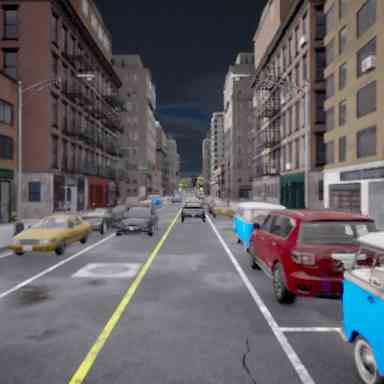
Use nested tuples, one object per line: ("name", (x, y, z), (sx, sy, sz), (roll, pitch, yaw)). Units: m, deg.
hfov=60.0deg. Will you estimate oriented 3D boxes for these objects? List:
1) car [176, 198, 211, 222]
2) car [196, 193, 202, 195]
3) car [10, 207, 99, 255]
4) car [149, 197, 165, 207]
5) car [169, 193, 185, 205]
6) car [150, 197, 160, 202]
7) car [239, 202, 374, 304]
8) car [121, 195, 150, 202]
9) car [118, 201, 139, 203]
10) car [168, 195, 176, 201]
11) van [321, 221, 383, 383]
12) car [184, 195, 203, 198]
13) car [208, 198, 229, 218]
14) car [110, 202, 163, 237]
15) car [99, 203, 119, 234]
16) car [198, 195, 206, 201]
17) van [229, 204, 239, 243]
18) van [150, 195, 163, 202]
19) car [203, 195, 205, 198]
("car", (0.103, 1.489, 26.629), (2.128, 1.511, 4.902), (0, 0, 0))
("car", (2.649, 1.546, 83.613), (2.008, 1.369, 4.403), (0, 0, 0))
("car", (-5.398, 1.524, 13.318), (1.752, 1.417, 4.829), (0, 0, 0))
("car", (-5.383, 1.547, 51.331), (2.008, 1.369, 4.403), (0, 0, 0))
("car", (-2.742, 1.393, 60.227), (1.882, 1.535, 5.008), (0, 0, 0))
("car", (-5.387, 1.579, 40.519), (1.802, 1.307, 4.206), (0, 0, 0))
("car", (2.686, 1.314, 8.082), (2.192, 1.841, 5.009), (0, 0, 0))
("car", (-5.391, 1.313, 29.706), (2.192, 1.841, 5.009), (0, 0, 0))
("car", (-5.393, 1.564, 24.300), (1.947, 1.339, 4.313), (0, 0, 0))
("car", (-5.376, 1.520, 89.125), (1.752, 1.417, 4.829), (0, 0, 0))
("van", (2.690, 1.341, 2.675), (1.690, 1.788, 3.998), (0, 0, 0))
("car", (0.106, 1.474, 42.946), (1.882, 1.535, 5.008), (0, 0, 0))
("car", (2.669, 1.523, 29.877), (1.752, 1.417, 4.829), (0, 0, 0))
("car", (-2.846, 1.504, 18.136), (1.837, 1.490, 4.892), (0, 0, 0))
("car", (-5.395, 1.549, 18.894), (2.008, 1.369, 4.403), (0, 0, 0))
("car", (2.649, 1.576, 89.295), (1.802, 1.307, 4.206), (0, 0, 0))
("van", (2.682, 1.340, 13.488), (1.690, 1.788, 3.998), (0, 0, 0))
("van", (-5.385, 1.338, 45.925), (1.690, 1.788, 3.998), (0, 0, 0))
("car", (2.651, 1.522, 51.501), (1.752, 1.417, 4.829), (0, 0, 0))
